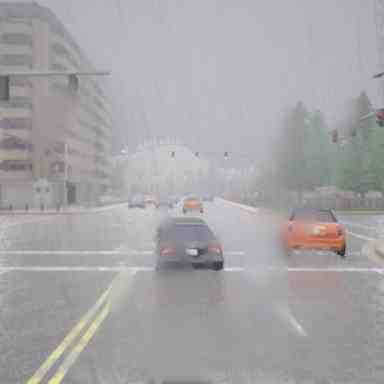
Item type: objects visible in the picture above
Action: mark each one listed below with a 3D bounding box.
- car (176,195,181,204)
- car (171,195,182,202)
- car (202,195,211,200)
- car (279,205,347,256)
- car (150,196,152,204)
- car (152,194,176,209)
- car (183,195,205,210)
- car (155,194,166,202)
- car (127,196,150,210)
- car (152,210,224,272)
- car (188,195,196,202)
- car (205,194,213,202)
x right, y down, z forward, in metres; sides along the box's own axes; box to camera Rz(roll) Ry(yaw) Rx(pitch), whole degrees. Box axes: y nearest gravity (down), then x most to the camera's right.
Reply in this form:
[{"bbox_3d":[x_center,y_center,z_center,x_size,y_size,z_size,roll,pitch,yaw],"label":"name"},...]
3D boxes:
[{"bbox_3d":[-3.536,1.480,60.500,1.812,1.442,4.674,0,0,1],"label":"car"},{"bbox_3d":[-3.500,1.372,75.465,2.128,1.511,4.902,0,0,0],"label":"car"},{"bbox_3d":[3.500,1.350,82.067,1.994,1.385,4.181,0,0,0],"label":"car"},{"bbox_3d":[4.649,1.320,13.291,2.097,1.767,4.553,0,1,14],"label":"car"},{"bbox_3d":[-7.044,1.433,59.441,1.882,1.535,5.008,0,0,1],"label":"car"},{"bbox_3d":[-3.587,1.320,43.713,2.097,1.767,4.553,0,0,0],"label":"car"},{"bbox_3d":[0.101,1.325,37.547,2.097,1.767,4.553,0,0,0],"label":"car"},{"bbox_3d":[-7.000,1.288,74.352,2.097,1.767,4.553,0,0,0],"label":"car"},{"bbox_3d":[-7.085,1.493,43.556,1.812,1.442,4.674,0,0,0],"label":"car"},{"bbox_3d":[-0.280,1.536,10.769,2.033,1.411,5.357,0,0,-6],"label":"car"},{"bbox_3d":[0.000,1.422,72.134,1.882,1.535,5.008,0,0,0],"label":"car"},{"bbox_3d":[3.500,1.297,73.641,2.097,1.767,4.553,0,0,0],"label":"car"}]
